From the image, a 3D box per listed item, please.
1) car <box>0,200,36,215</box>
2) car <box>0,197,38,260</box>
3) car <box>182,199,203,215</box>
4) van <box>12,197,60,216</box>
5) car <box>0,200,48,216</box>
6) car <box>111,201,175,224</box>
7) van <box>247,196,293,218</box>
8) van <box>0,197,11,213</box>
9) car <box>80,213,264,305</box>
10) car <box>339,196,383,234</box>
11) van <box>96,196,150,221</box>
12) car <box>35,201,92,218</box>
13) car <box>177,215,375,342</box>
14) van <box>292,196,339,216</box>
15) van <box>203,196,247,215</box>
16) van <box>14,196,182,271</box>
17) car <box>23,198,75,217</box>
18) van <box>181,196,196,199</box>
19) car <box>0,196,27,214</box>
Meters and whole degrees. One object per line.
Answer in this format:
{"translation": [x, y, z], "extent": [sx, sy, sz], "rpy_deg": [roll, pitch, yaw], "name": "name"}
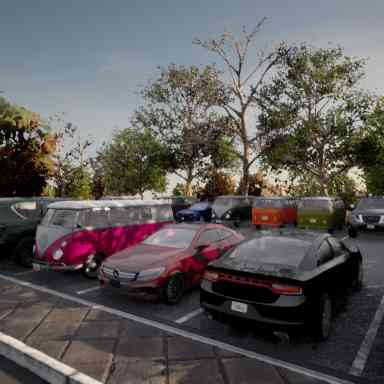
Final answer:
{"translation": [-21.788, 1.823, 39.693], "extent": [1.946, 1.575, 5.366], "rpy_deg": [-1, -1, 36], "name": "car"}
{"translation": [-4.644, 1.200, 11.593], "extent": [2.435, 2.045, 5.566], "rpy_deg": [0, 0, 36], "name": "car"}
{"translation": [0.842, 1.468, 23.723], "extent": [2.097, 1.535, 5.008], "rpy_deg": [-1, -1, 36], "name": "car"}
{"translation": [-17.112, 1.527, 36.716], "extent": [1.878, 1.987, 4.442], "rpy_deg": [-1, -1, 36], "name": "van"}
{"translation": [-19.434, 1.789, 38.227], "extent": [2.231, 1.521, 4.892], "rpy_deg": [-1, -1, 36], "name": "car"}
{"translation": [-3.771, 1.536, 26.793], "extent": [1.946, 1.575, 5.366], "rpy_deg": [-1, -1, 36], "name": "car"}
{"translation": [5.397, 1.233, 20.600], "extent": [1.878, 1.987, 4.442], "rpy_deg": [0, 0, 36], "name": "van"}
{"translation": [-26.217, 1.696, 43.236], "extent": [1.878, 1.987, 4.442], "rpy_deg": [-1, -1, 36], "name": "van"}
{"translation": [-0.145, 1.509, 8.340], "extent": [2.002, 1.452, 4.674], "rpy_deg": [0, 0, 36], "name": "car"}
{"translation": [9.716, 1.225, 17.329], "extent": [2.435, 2.045, 5.566], "rpy_deg": [0, 0, 36], "name": "car"}
{"translation": [-5.851, 1.349, 28.653], "extent": [1.878, 1.987, 4.442], "rpy_deg": [-1, -1, 36], "name": "van"}
{"translation": [-12.778, 1.683, 33.463], "extent": [2.097, 1.535, 5.008], "rpy_deg": [-1, -1, 36], "name": "car"}
{"translation": [2.108, 1.478, 6.718], "extent": [2.097, 1.535, 5.008], "rpy_deg": [0, 0, 36], "name": "car"}
{"translation": [7.547, 1.241, 19.060], "extent": [1.878, 1.987, 4.442], "rpy_deg": [0, 0, 36], "name": "van"}
{"translation": [2.900, 1.224, 22.100], "extent": [1.878, 1.987, 4.442], "rpy_deg": [0, 0, 36], "name": "van"}
{"translation": [-2.471, 1.234, 9.859], "extent": [1.878, 1.987, 4.442], "rpy_deg": [0, 0, 36], "name": "van"}
{"translation": [-14.946, 1.592, 34.983], "extent": [2.185, 1.767, 4.553], "rpy_deg": [-1, -1, 36], "name": "car"}
{"translation": [-1.483, 1.278, 25.238], "extent": [1.878, 1.987, 4.442], "rpy_deg": [-1, -1, 36], "name": "van"}
{"translation": [-23.918, 1.616, 41.480], "extent": [2.435, 2.045, 5.566], "rpy_deg": [-1, -1, 36], "name": "car"}
